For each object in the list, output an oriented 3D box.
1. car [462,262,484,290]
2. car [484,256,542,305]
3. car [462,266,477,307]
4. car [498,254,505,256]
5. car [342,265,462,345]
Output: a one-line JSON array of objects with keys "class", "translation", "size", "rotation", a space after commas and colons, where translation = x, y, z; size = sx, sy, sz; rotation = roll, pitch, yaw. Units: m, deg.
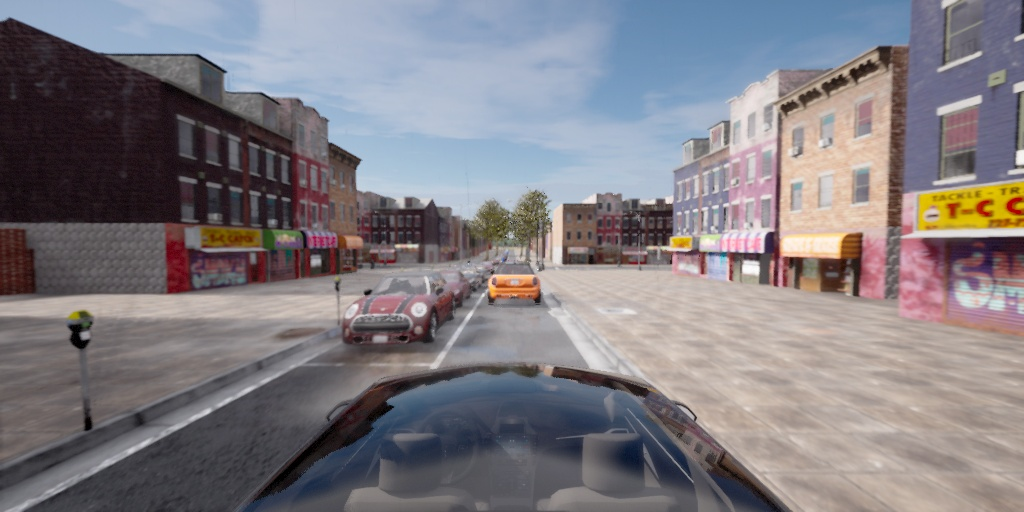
[{"class": "car", "translation": [-2.637, 1.188, 20.108], "size": [2.007, 1.370, 4.403], "rotation": [0, 0, 0]}, {"class": "car", "translation": [0.101, 1.012, 15.657], "size": [2.097, 1.767, 4.553], "rotation": [0, 0, 0]}, {"class": "car", "translation": [-2.637, 1.249, 14.658], "size": [1.802, 1.307, 4.207], "rotation": [0, 0, 0]}, {"class": "car", "translation": [-2.630, 0.926, 63.225], "size": [1.967, 1.591, 4.097], "rotation": [0, 0, 0]}, {"class": "car", "translation": [-2.639, 1.139, 9.214], "size": [1.967, 1.591, 4.097], "rotation": [0, 0, 0]}]
